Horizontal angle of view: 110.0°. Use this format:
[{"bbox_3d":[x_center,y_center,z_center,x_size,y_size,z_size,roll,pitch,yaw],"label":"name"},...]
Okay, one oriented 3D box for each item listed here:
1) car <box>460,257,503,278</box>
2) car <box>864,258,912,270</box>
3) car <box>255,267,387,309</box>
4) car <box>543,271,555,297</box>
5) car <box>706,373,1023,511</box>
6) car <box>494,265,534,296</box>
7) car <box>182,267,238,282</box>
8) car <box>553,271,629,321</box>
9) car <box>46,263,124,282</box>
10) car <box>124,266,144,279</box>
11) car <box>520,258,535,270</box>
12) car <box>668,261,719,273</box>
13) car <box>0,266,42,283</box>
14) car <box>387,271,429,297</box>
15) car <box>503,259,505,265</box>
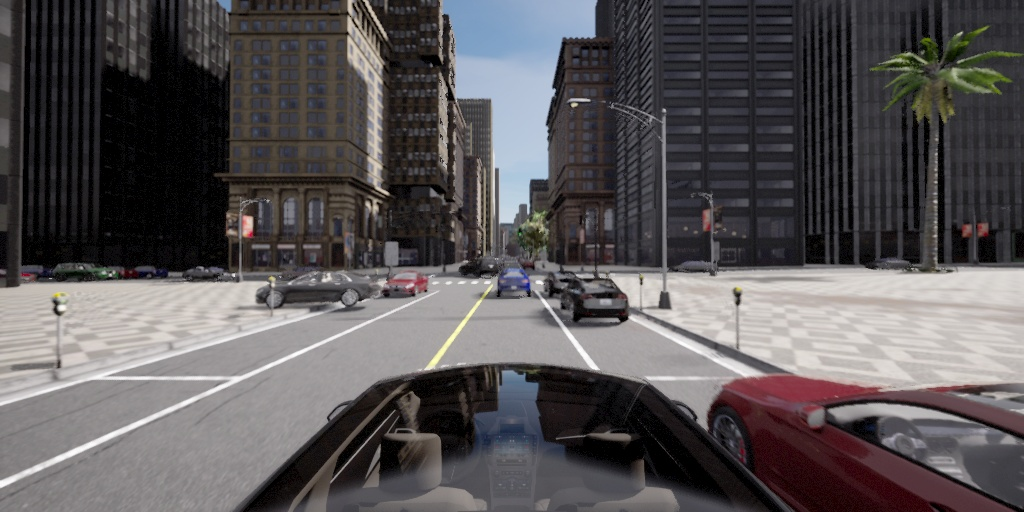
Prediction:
[{"bbox_3d":[-3.684,1.273,39.175,2.150,2.045,5.566,1,-1,-35],"label":"car"},{"bbox_3d":[44.828,0.948,42.794,4.181,1.385,1.994,-1,-1,1],"label":"car"},{"bbox_3d":[-7.493,1.243,14.099,4.403,1.370,2.007,0,0,-9],"label":"car"},{"bbox_3d":[2.761,1.466,20.012,1.948,1.339,4.313,0,0,0],"label":"car"},{"bbox_3d":[2.763,1.333,1.844,1.802,1.307,4.207,0,0,0],"label":"car"},{"bbox_3d":[0.099,1.429,20.469,1.812,1.442,4.674,0,0,0],"label":"car"},{"bbox_3d":[-30.507,1.848,36.353,4.902,1.511,2.128,-1,-1,0],"label":"car"},{"bbox_3d":[2.761,1.410,12.646,1.948,1.339,4.313,0,0,0],"label":"car"},{"bbox_3d":[-47.178,1.806,39.704,5.566,2.045,2.150,-1,-1,1],"label":"car"},{"bbox_3d":[-47.870,1.981,43.050,4.553,1.767,2.097,-1,-1,1],"label":"car"},{"bbox_3d":[3.012,1.464,63.333,2.192,1.841,5.009,0,0,0],"label":"car"},{"bbox_3d":[21.683,1.287,42.909,5.357,1.411,2.033,-1,-1,0],"label":"car"},{"bbox_3d":[-51.827,2.071,36.504,5.008,1.535,1.882,-1,-1,0],"label":"car"},{"bbox_3d":[-5.765,1.482,20.016,1.802,1.307,4.207,0,0,0],"label":"car"},{"bbox_3d":[-2.775,1.633,64.616,1.882,1.535,5.008,0,0,1],"label":"car"}]
